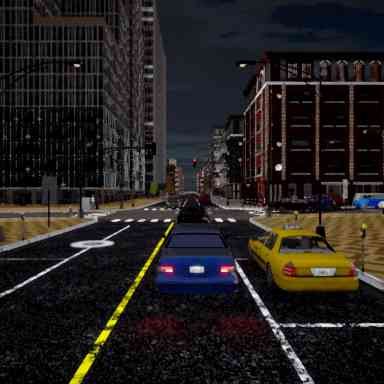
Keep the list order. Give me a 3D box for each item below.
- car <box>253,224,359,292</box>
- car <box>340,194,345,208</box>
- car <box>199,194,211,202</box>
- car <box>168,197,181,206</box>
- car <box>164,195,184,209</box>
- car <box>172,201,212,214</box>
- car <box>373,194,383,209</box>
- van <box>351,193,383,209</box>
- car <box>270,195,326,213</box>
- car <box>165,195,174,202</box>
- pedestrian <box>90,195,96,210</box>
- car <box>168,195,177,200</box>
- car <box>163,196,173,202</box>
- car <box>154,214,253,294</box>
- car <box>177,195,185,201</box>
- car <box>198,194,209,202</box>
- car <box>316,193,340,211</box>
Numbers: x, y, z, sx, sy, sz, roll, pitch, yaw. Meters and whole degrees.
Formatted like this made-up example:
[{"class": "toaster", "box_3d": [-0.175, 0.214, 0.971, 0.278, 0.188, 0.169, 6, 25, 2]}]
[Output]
[{"class": "car", "box_3d": [2.560, 1.525, 8.798, 1.752, 1.417, 4.829, 0, 0, 0]}, {"class": "car", "box_3d": [15.297, 1.094, 38.994, 5.009, 1.841, 2.192, -1, 1, -1]}, {"class": "car", "box_3d": [2.537, 1.318, 63.445, 2.192, 1.841, 5.009, 0, 0, 0]}, {"class": "car", "box_3d": [-2.861, 1.567, 55.500, 1.994, 1.385, 4.181, 0, 0, 0]}, {"class": "car", "box_3d": [-2.525, 1.354, 44.280, 2.097, 1.767, 4.553, 0, 0, -5]}, {"class": "car", "box_3d": [0.075, 1.505, 18.687, 1.837, 1.490, 4.892, 0, 0, 0]}, {"class": "car", "box_3d": [23.072, 1.213, 36.628, 4.674, 1.442, 1.812, -1, 0, 0]}, {"class": "van", "box_3d": [20.953, 1.050, 39.056, 3.998, 1.788, 1.690, -1, 1, -1]}, {"class": "car", "box_3d": [10.369, 1.344, 33.609, 4.902, 1.511, 2.128, -1, 0, 2]}, {"class": "car", "box_3d": [-5.351, 1.550, 80.220, 1.887, 1.381, 4.507, 0, 0, 0]}, {"class": "pedestrian", "box_3d": [-12.366, 1.270, 41.628, 0.375, 1.860, 0.375, 0, 1, -1]}, {"class": "car", "box_3d": [-5.355, 1.558, 91.406, 2.008, 1.369, 4.403, 0, 0, 0]}, {"class": "car", "box_3d": [-5.348, 1.555, 74.627, 2.008, 1.369, 4.403, 0, 0, 0]}, {"class": "car", "box_3d": [0.093, 1.547, 8.945, 2.033, 1.411, 5.357, 0, 0, 0]}, {"class": "car", "box_3d": [-2.785, 1.508, 81.743, 1.812, 1.442, 4.674, 0, 0, 0]}, {"class": "car", "box_3d": [2.532, 1.320, 74.630, 2.192, 1.841, 5.009, 0, 0, 0]}, {"class": "car", "box_3d": [13.270, 1.162, 36.492, 4.553, 1.767, 2.097, -1, 0, -1]}]
